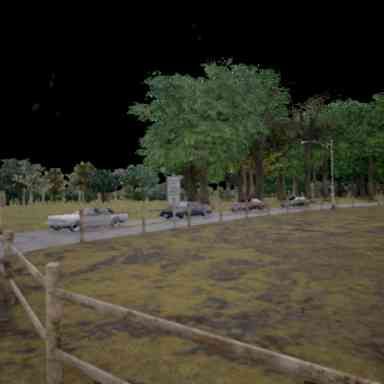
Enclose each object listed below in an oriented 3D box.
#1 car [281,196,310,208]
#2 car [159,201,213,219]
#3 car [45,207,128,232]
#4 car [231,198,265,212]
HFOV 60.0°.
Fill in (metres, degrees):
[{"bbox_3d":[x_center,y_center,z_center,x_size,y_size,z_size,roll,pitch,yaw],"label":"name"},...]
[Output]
[{"bbox_3d":[13.311,1.306,42.544,4.674,1.442,1.812,-1,-1,-41],"label":"car"},{"bbox_3d":[-0.384,1.474,27.914,2.033,1.411,5.357,-2,-1,38],"label":"car"},{"bbox_3d":[-6.234,1.578,20.061,1.895,1.301,4.718,-2,-1,36],"label":"car"},{"bbox_3d":[6.064,1.386,35.485,1.812,1.442,4.674,-2,-1,43],"label":"car"}]
